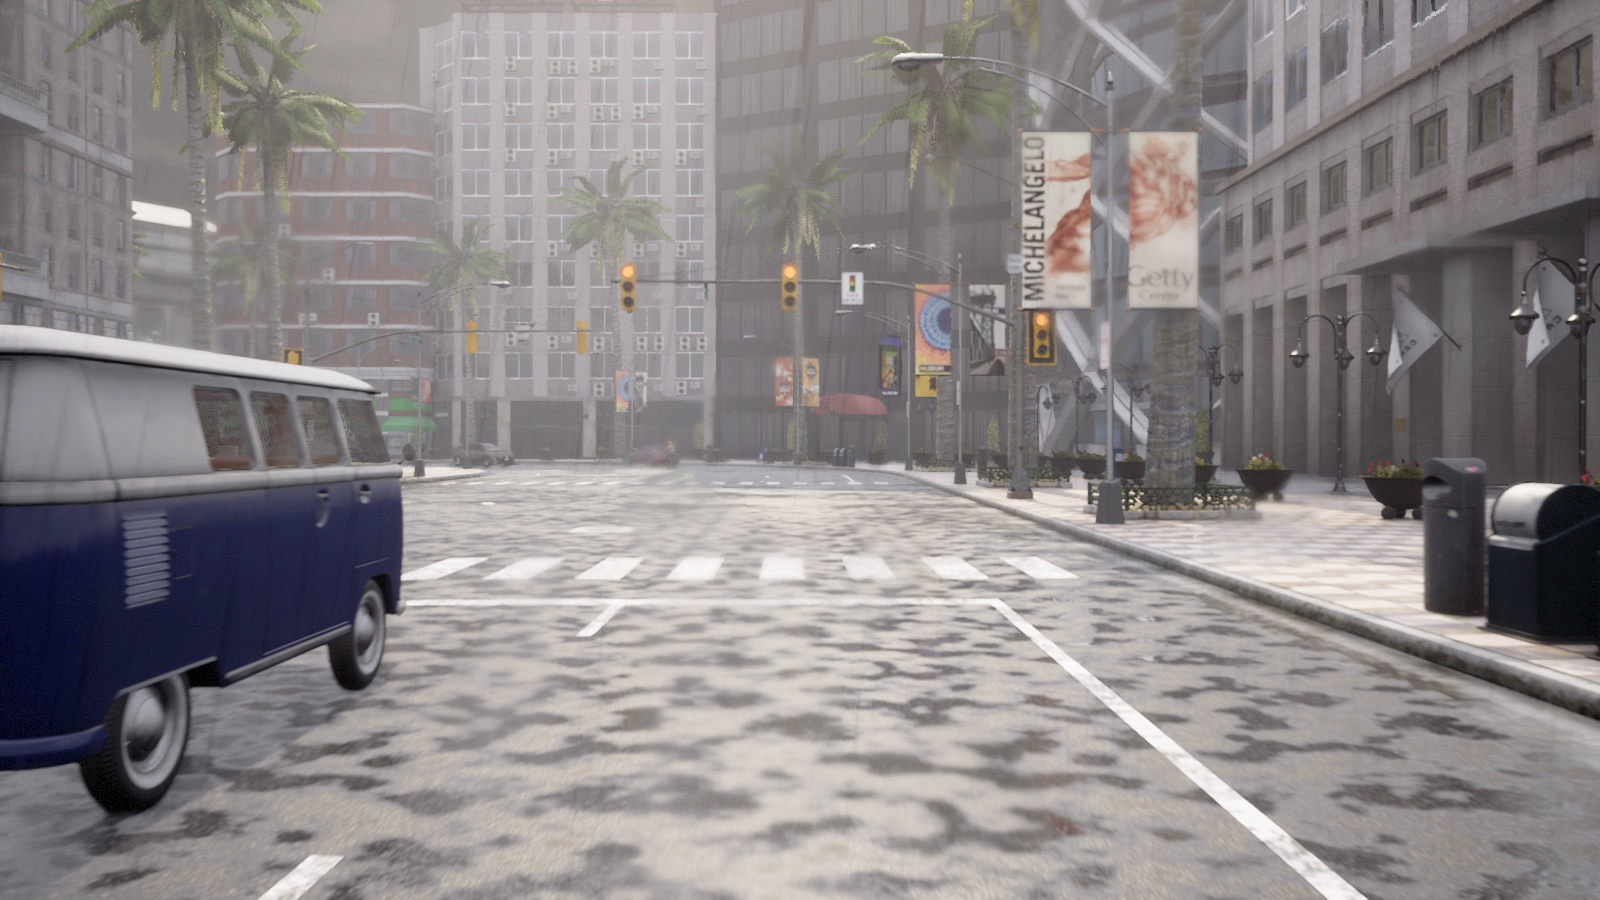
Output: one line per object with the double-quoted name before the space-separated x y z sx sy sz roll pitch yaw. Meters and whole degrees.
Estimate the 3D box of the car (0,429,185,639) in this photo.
"car" -6.890 0.626 9.639 1.801 1.575 5.366 0 0 -1

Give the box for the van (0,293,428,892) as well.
"van" -3.443 0.460 6.383 1.775 1.987 4.442 0 0 0

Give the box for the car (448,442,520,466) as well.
"car" -20.454 0.219 81.213 4.514 1.525 2.007 0 0 35

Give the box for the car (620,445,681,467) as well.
"car" -9.633 0.348 80.736 1.994 1.385 4.181 0 0 -40
